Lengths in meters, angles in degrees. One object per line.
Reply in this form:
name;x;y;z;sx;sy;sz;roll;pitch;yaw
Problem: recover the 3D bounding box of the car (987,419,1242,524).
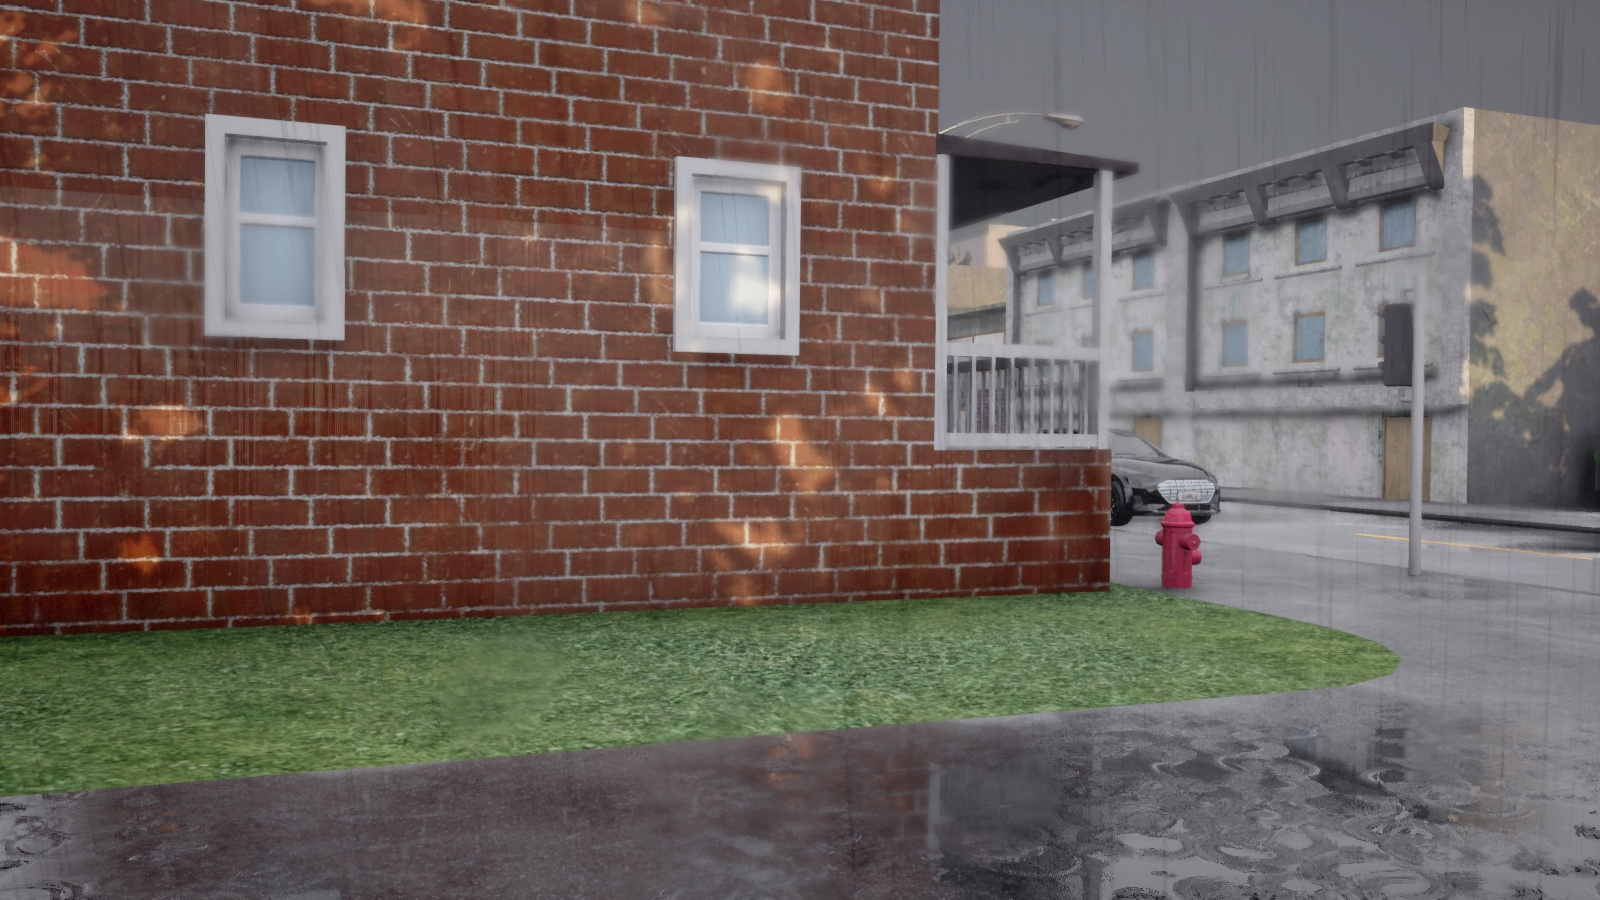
car;5.462;0.302;22.579;2.033;1.649;4.856;-1;1;-21
